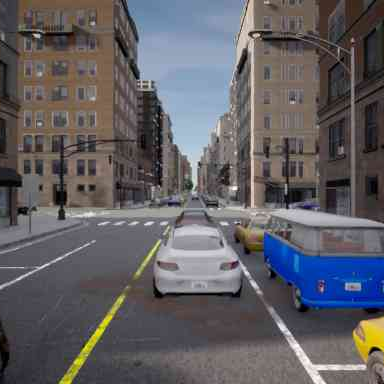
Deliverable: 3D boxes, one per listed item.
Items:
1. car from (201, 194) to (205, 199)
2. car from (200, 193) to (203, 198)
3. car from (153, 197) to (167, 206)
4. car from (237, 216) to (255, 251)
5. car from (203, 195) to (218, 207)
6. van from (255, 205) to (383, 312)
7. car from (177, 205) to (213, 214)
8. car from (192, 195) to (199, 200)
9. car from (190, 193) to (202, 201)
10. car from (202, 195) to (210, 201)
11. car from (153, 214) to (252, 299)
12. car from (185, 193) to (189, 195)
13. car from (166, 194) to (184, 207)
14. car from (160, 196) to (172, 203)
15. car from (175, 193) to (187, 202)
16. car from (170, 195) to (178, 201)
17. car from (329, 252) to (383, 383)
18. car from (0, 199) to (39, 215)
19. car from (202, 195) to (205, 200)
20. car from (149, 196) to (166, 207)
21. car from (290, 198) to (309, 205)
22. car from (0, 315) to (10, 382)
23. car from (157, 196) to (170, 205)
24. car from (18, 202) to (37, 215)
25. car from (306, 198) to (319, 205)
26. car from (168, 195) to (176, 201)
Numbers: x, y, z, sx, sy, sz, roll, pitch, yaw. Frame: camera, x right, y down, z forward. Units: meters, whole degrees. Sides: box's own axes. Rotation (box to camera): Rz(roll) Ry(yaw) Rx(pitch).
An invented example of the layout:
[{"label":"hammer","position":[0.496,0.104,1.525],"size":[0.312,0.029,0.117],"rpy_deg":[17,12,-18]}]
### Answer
[{"label":"car","position":[3.229,1.555,61.791],"size":[2.008,1.369,4.403],"rpy_deg":[1,0,1]},{"label":"car","position":[3.468,1.568,78.382],"size":[1.947,1.339,4.313],"rpy_deg":[1,0,1]},{"label":"car","position":[-5.375,1.571,56.378],"size":[1.947,1.339,4.313],"rpy_deg":[1,0,1]},{"label":"car","position":[2.697,1.528,13.238],"size":[1.752,1.417,4.829],"rpy_deg":[1,0,0]},{"label":"car","position":[3.071,1.571,50.731],"size":[1.947,1.339,4.313],"rpy_deg":[1,0,1]},{"label":"van","position":[2.689,1.342,7.395],"size":[1.690,1.788,3.998],"rpy_deg":[1,0,0]},{"label":"car","position":[0.117,1.567,16.602],"size":[1.994,1.385,4.181],"rpy_deg":[0,0,0]},{"label":"car","position":[0.987,1.539,91.968],"size":[2.033,1.411,5.357],"rpy_deg":[0,0,1]},{"label":"car","position":[0.842,1.526,81.827],"size":[1.812,1.442,4.674],"rpy_deg":[0,0,1]},{"label":"car","position":[3.627,1.550,89.442],"size":[2.008,1.369,4.403],"rpy_deg":[1,0,1]},{"label":"car","position":[0.087,1.527,8.364],"size":[1.812,1.442,4.674],"rpy_deg":[0,0,-1]},{"label":"car","position":[-2.300,1.359,71.963],"size":[2.097,1.767,4.553],"rpy_deg":[0,0,1]},{"label":"car","position":[-2.675,1.483,52.175],"size":[1.882,1.535,5.008],"rpy_deg":[0,0,1]},{"label":"car","position":[-5.215,1.549,67.436],"size":[1.887,1.381,4.507],"rpy_deg":[1,0,1]},{"label":"car","position":[-2.511,1.483,61.835],"size":[1.882,1.535,5.008],"rpy_deg":[0,0,1]},{"label":"car","position":[-4.898,1.566,89.551],"size":[1.947,1.339,4.313],"rpy_deg":[1,0,1]},{"label":"car","position":[2.679,1.526,1.891],"size":[1.752,1.417,4.829],"rpy_deg":[1,0,0]},{"label":"car","position":[-18.043,1.411,32.311],"size":[5.357,1.411,2.033],"rpy_deg":[0,-1,0]},{"label":"car","position":[3.150,1.549,56.261],"size":[1.887,1.381,4.507],"rpy_deg":[1,0,1]},{"label":"car","position":[-5.454,1.588,50.850],"size":[1.802,1.307,4.206],"rpy_deg":[1,0,1]},{"label":"car","position":[13.618,1.506,38.750],"size":[4.553,1.767,2.097],"rpy_deg":[0,-1,1]},{"label":"car","position":[-3.086,1.564,2.117],"size":[1.994,1.385,4.181],"rpy_deg":[0,0,0]},{"label":"car","position":[-5.295,1.556,61.907],"size":[2.008,1.369,4.403],"rpy_deg":[1,0,1]},{"label":"car","position":[-16.503,1.443,29.043],"size":[4.718,1.301,1.895],"rpy_deg":[0,-1,1]},{"label":"car","position":[15.490,1.682,35.482],"size":[5.357,1.411,2.033],"rpy_deg":[0,-1,0]},{"label":"car","position":[-4.979,1.527,83.852],"size":[1.752,1.417,4.829],"rpy_deg":[1,0,1]}]
